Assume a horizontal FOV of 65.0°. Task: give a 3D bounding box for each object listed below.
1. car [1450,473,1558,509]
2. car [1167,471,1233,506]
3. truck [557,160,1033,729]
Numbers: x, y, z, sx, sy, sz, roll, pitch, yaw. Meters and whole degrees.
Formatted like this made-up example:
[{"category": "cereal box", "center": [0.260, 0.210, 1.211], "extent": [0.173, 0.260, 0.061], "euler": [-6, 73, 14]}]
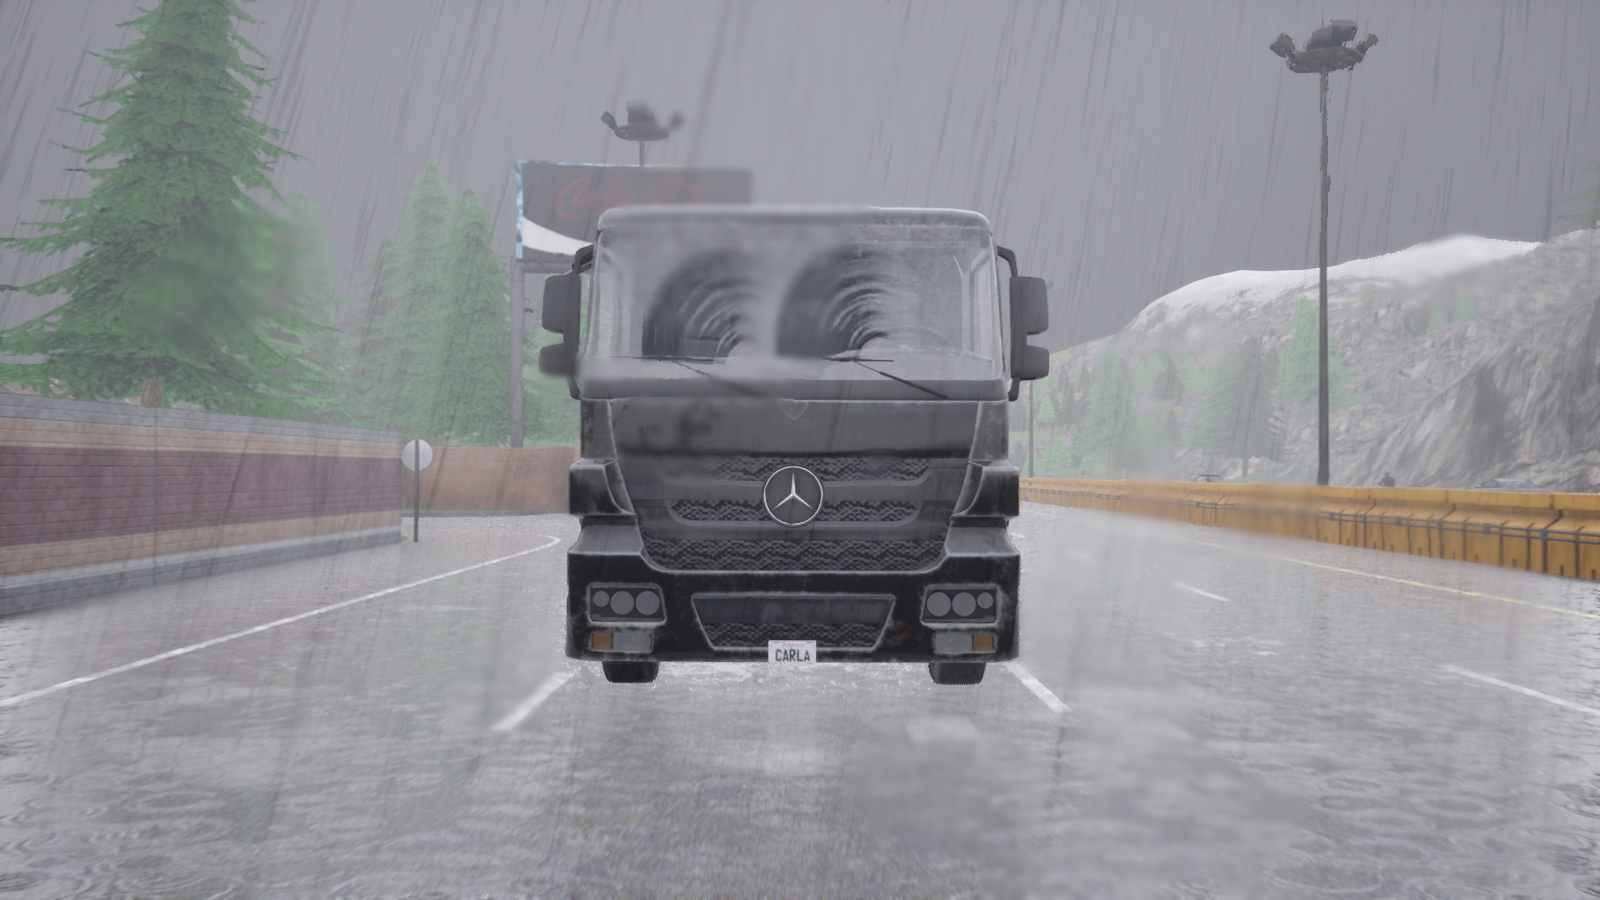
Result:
[{"category": "car", "center": [28.341, 1.614, 50.716], "extent": [1.994, 1.385, 4.181], "euler": [0, -1, 1]}, {"category": "car", "center": [17.899, 1.700, 56.372], "extent": [1.845, 1.501, 3.633], "euler": [0, -1, 1]}, {"category": "truck", "center": [-0.026, 0.027, 11.629], "extent": [2.891, 3.462, 7.936], "euler": [0, -1, 0]}]
